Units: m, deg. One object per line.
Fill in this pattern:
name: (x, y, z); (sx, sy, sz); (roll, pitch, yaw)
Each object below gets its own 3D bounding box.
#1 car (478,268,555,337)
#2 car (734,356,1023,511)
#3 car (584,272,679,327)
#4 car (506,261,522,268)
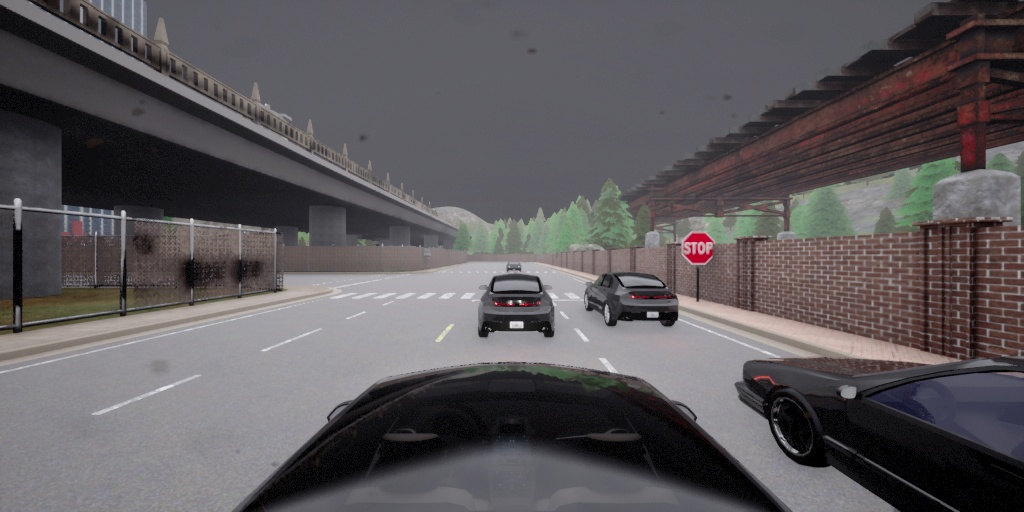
car: (0.106, 1.255, 10.229); (1.837, 1.490, 4.892); (0, 0, 0)
car: (3.600, 1.297, 1.839); (2.033, 1.411, 5.357); (0, 0, 0)
car: (3.609, 1.255, 11.586); (1.837, 1.490, 4.892); (0, 0, 0)
car: (0.229, 1.351, 45.906); (1.895, 1.301, 4.718); (0, 0, 0)
